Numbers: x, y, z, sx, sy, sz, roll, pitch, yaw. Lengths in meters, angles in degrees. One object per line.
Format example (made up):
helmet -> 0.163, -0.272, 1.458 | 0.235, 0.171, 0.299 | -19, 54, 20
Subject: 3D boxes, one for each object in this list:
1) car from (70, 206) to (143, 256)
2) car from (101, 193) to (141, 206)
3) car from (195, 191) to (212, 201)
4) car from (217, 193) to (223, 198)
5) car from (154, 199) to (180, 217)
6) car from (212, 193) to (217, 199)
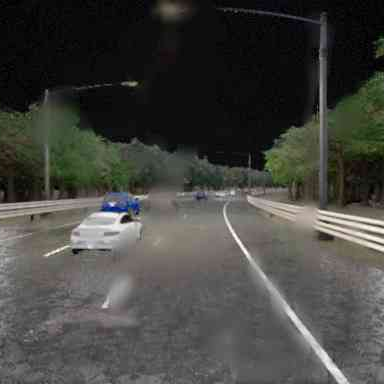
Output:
car -> -3.124, 1.469, 12.817 | 1.812, 1.442, 4.674 | 0, 0, 2
car -> -5.846, 1.077, 27.835 | 2.150, 2.045, 5.566 | 0, 0, 4
car -> 2.037, 0.789, 65.627 | 2.150, 2.045, 5.566 | 0, 0, 9
car -> 6.187, 0.954, 86.942 | 1.895, 1.301, 4.718 | 0, 1, 13
car -> -2.178, 1.373, 29.847 | 1.812, 1.442, 4.674 | 0, 0, 4
car -> 3.970, 1.078, 76.314 | 1.895, 1.301, 4.718 | 0, 1, 11
